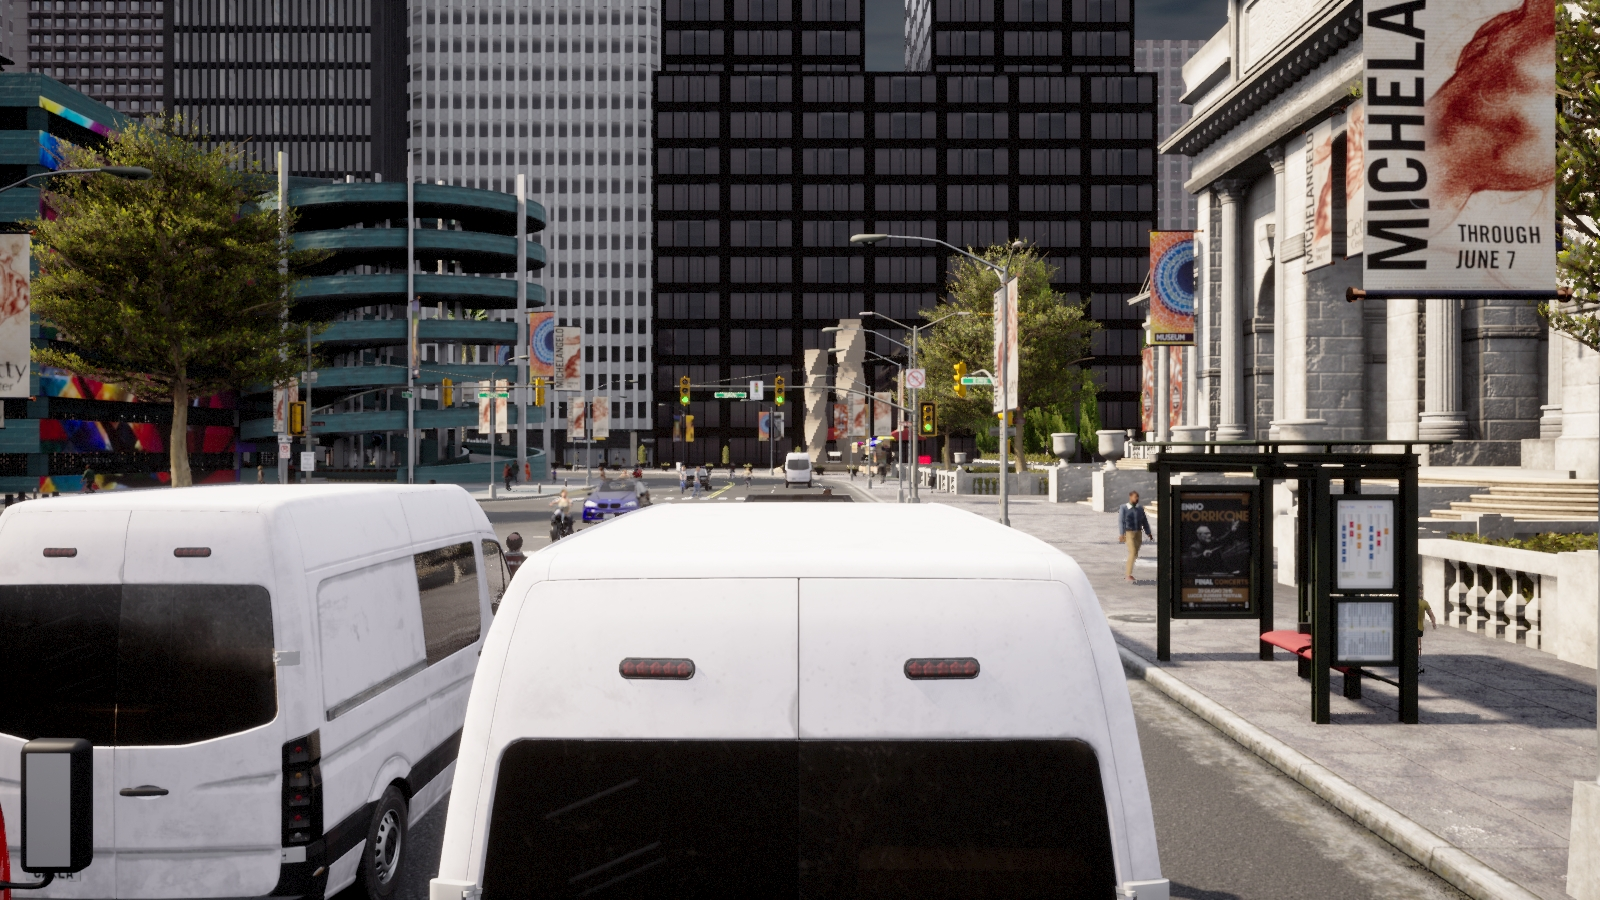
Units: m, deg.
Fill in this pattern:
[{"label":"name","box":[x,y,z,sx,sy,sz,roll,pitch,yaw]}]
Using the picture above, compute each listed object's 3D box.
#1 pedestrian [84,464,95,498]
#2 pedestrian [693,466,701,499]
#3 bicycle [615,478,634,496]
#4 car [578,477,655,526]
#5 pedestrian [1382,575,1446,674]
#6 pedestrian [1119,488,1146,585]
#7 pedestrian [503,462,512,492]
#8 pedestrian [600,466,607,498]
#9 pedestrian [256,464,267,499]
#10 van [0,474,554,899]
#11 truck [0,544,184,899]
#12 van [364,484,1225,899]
[{"label":"pedestrian","box":[-38.852,1.673,62.467,0.375,1.860,0.375,0,0,9]},{"label":"pedestrian","box":[-5.807,1.824,64.657,0.375,1.860,0.375,0,0,5]},{"label":"bicycle","box":[-10.637,2.230,69.297,0.859,1.080,1.487,0,0,1]},{"label":"car","box":[-7.045,1.950,44.409,2.242,1.667,4.611,0,0,0]},{"label":"pedestrian","box":[7.308,2.071,13.619,0.500,1.100,0.500,0,0,0]},{"label":"pedestrian","box":[6.492,1.687,22.327,0.375,1.860,0.375,0,0,-12]},{"label":"pedestrian","box":[-18.098,1.670,70.784,0.375,1.860,0.375,0,0,26]},{"label":"pedestrian","box":[-11.244,1.824,65.456,0.375,1.860,0.375,0,0,-14]},{"label":"pedestrian","box":[-28.796,1.674,61.110,0.375,1.860,0.375,0,0,5]},{"label":"van","box":[-3.517,1.531,8.781,1.988,2.561,5.915,0,0,0]},{"label":"truck","box":[-3.506,1.567,1.456,2.627,2.467,5.204,0,0,0]},{"label":"van","box":[-0.014,1.532,5.596,1.988,2.561,5.915,0,0,0]}]
